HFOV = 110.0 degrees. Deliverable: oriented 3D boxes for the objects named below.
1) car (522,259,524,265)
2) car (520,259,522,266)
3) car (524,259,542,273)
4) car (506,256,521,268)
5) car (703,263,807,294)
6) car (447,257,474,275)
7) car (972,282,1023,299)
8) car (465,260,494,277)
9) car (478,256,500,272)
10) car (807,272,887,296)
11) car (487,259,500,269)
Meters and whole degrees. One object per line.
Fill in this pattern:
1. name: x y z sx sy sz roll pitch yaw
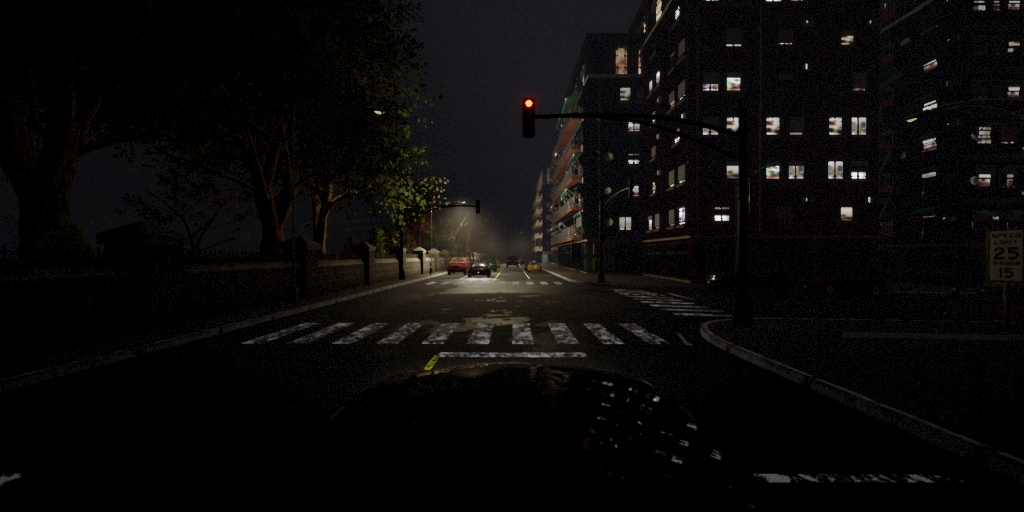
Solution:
1. car: 2.743 1.306 49.774 1.888 1.381 4.507 0 0 0
2. car: 2.749 1.316 55.310 2.007 1.370 4.403 0 0 0
3. car: 2.737 1.283 44.409 1.751 1.417 4.829 0 0 0
4. car: 0.068 0.993 63.637 2.150 2.045 5.566 0 0 0
5. car: 14.621 1.338 22.106 5.009 1.841 2.192 0 0 0
6. car: -5.649 1.069 38.713 2.192 1.841 5.009 0 0 0
7. car: 31.538 1.857 22.141 4.829 1.417 1.751 0 0 0
8. car: -3.064 1.317 34.685 1.994 1.385 4.181 0 0 0
9. car: -3.057 0.980 45.976 2.150 2.045 5.566 0 0 0
10. car: 20.316 1.671 22.118 4.507 1.381 1.888 0 0 0
11. car: -3.014 1.246 59.019 1.882 1.535 5.008 0 1 0
